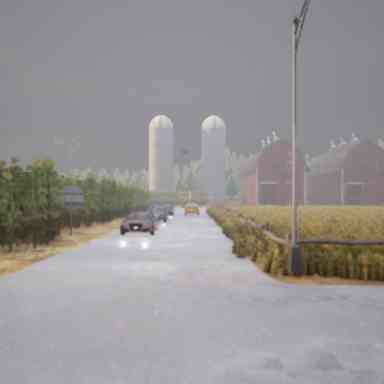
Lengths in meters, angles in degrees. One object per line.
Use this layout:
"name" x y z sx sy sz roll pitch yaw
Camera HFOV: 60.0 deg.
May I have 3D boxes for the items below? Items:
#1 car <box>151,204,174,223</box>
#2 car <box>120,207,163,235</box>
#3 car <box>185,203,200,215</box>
"car" -3.200 2.002 31.266 2.128 1.511 4.902 0 -1 0
"car" -3.198 1.879 20.911 1.994 1.385 4.181 0 -1 0
"car" -0.004 2.200 43.828 1.882 1.535 5.008 0 -1 0
